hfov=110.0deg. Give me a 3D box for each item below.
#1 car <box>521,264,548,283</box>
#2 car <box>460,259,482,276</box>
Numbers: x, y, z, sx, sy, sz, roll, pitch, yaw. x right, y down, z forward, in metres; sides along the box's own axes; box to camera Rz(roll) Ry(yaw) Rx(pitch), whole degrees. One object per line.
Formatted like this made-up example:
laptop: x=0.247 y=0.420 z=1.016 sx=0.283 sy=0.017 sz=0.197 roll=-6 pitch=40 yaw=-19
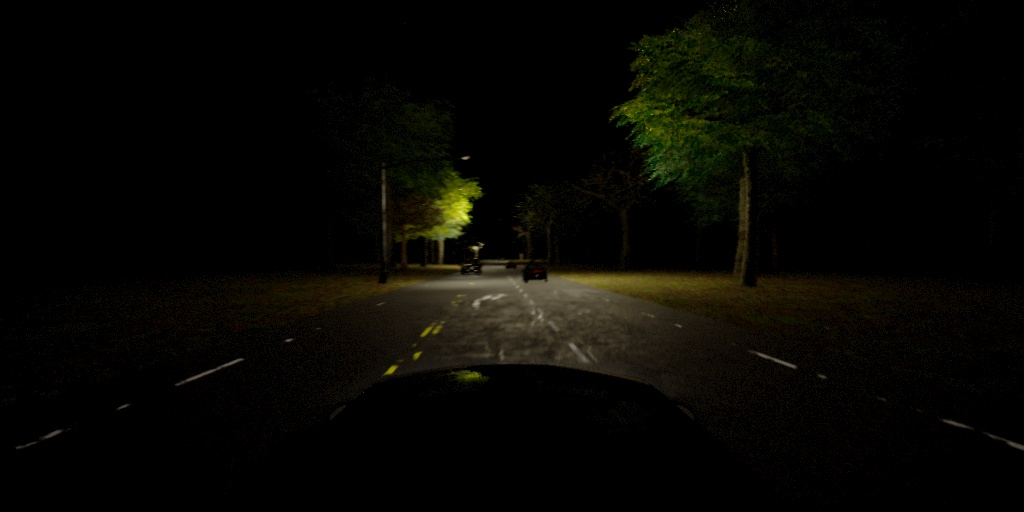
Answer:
car: x=1.851 y=1.442 z=30.870 sx=1.882 sy=1.535 sz=5.008 roll=-1 pitch=0 yaw=-3
car: x=-5.227 y=1.416 z=46.415 sx=2.150 sy=2.045 sz=5.566 roll=-1 pitch=0 yaw=3
